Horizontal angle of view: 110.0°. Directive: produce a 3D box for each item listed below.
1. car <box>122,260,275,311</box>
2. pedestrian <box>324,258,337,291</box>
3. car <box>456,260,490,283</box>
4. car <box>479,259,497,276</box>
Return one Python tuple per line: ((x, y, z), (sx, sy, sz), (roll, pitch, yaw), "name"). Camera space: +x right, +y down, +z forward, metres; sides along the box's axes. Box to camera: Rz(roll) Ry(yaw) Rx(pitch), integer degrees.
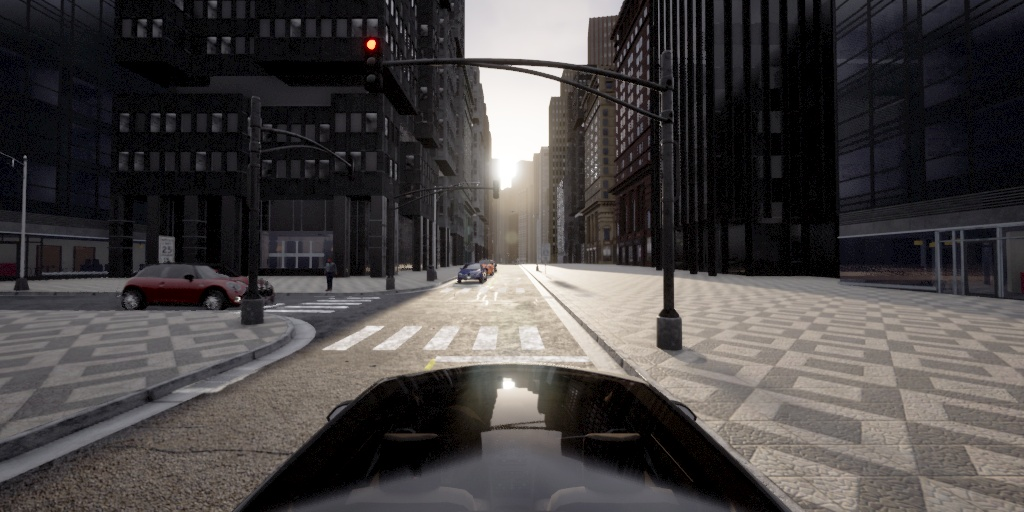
((-11.278, 1.043, 13.123), (4.553, 1.767, 2.097), (0, -1, 4), "car")
((-9.972, 0.972, 19.592), (0.375, 1.860, 0.375), (0, -1, 0), "pedestrian")
((-3.050, 1.286, 28.235), (1.812, 1.442, 4.674), (0, 0, 2), "car")
((-3.027, 1.134, 38.240), (2.097, 1.767, 4.553), (0, 0, 0), "car")
